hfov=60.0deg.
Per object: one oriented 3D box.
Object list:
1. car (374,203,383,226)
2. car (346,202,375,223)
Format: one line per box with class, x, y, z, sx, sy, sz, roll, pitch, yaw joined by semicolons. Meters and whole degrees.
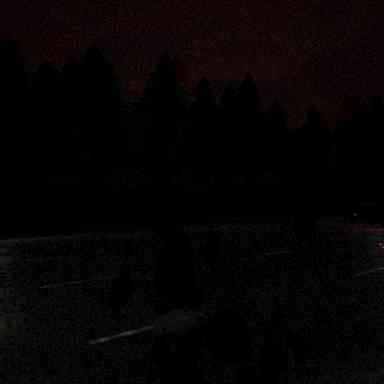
car;14.536;1.579;22.319;4.892;1.490;1.837;0;0;-35
car;14.302;1.551;26.416;5.008;1.535;1.882;0;0;-35
